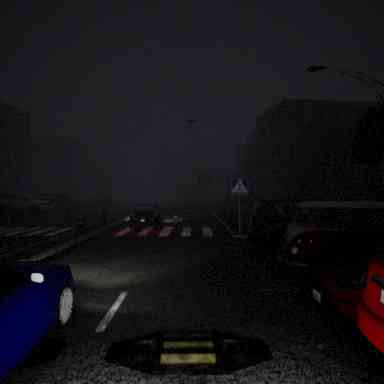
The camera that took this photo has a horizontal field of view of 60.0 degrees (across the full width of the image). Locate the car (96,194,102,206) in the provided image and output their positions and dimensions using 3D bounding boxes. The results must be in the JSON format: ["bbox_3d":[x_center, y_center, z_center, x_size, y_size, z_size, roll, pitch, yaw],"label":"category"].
[{"bbox_3d":[-15.972,1.379,47.470,4.892,1.521,2.231,0,0,0],"label":"car"}]

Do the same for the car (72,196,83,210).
[{"bbox_3d":[-15.946,1.355,39.202,5.008,1.535,2.097,0,0,0],"label":"car"}]

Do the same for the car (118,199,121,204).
[{"bbox_3d":[-16.012,1.529,61.248,4.674,1.452,2.002,0,-1,0],"label":"car"}]

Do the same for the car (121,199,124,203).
[{"bbox_3d":[-15.832,1.519,64.007,5.366,1.575,1.946,0,-1,0],"label":"car"}]

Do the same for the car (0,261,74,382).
[{"bbox_3d":[-2.894,1.429,3.572,1.882,1.535,5.008,0,2,0],"label":"car"}]

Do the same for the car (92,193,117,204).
[{"bbox_3d":[-16.021,1.183,55.740,5.566,2.045,2.435,0,-1,0],"label":"car"}]

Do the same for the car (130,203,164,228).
[{"bbox_3d":[-2.862,1.454,21.670,1.812,1.442,4.674,0,0,0],"label":"car"}]

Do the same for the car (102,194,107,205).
[{"bbox_3d":[-15.970,1.393,50.226,5.008,1.535,2.097,0,0,0],"label":"car"}]

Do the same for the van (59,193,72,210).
[{"bbox_3d":[-16.048,1.129,36.567,4.442,1.987,1.878,0,0,0],"label":"van"}]

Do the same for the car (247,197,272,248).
[{"bbox_3d":[4.754,1.204,11.811,5.566,2.045,2.435,0,0,0],"label":"car"}]

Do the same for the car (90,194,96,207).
[{"bbox_3d":[-15.964,1.368,44.714,4.892,1.521,2.231,0,0,0],"label":"car"}]

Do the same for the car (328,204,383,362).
[{"bbox_3d":[4.741,1.225,3.475,5.566,2.045,2.435,0,0,0],"label":"car"}]

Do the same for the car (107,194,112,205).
[{"bbox_3d":[-15.988,1.411,52.982,5.008,1.535,2.097,0,0,0],"label":"car"}]

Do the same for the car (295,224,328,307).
[{"bbox_3d":[4.688,1.502,6.129,4.792,1.488,2.163,0,0,0],"label":"car"}]

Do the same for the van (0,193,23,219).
[{"bbox_3d":[-15.781,1.163,25.419,4.442,1.987,1.878,0,0,0],"label":"van"}]

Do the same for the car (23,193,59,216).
[{"bbox_3d":[-15.886,1.113,30.930,5.566,2.045,2.435,0,0,0],"label":"car"}]

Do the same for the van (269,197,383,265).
[{"bbox_3d":[4.603,1.239,9.035,4.442,1.987,1.878,0,0,0],"label":"van"}]

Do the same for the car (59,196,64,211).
[{"bbox_3d":[-15.926,1.398,33.690,4.674,1.452,2.002,0,0,0],"label":"car"}]

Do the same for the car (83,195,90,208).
[{"bbox_3d":[-15.919,1.389,41.958,4.792,1.488,2.163,0,0,0],"label":"car"}]
